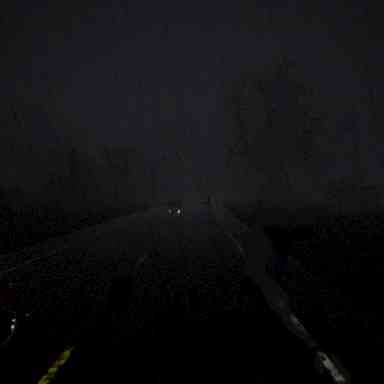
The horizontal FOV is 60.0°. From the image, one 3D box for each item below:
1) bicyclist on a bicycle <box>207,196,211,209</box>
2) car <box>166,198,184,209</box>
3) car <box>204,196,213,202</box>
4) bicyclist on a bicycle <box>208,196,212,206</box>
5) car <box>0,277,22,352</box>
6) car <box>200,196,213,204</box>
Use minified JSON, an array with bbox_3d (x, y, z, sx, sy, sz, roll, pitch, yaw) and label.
[{"bbox_3d":[2.200,1.395,42.710,0.582,1.620,1.656,0,0,3],"label":"bicyclist on a bicycle"},{"bbox_3d":[-2.226,1.502,44.903,1.994,1.385,4.181,0,0,3],"label":"car"},{"bbox_3d":[3.789,1.609,76.231,1.895,1.301,4.718,0,0,6],"label":"car"},{"bbox_3d":[2.758,1.408,51.831,0.582,1.620,1.656,0,0,4],"label":"bicyclist on a bicycle"},{"bbox_3d":[-3.567,1.552,3.304,1.994,1.385,4.181,0,0,0],"label":"car"},{"bbox_3d":[2.546,1.577,62.165,1.895,1.301,4.718,0,0,5],"label":"car"}]
